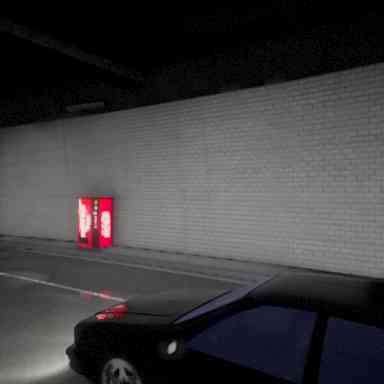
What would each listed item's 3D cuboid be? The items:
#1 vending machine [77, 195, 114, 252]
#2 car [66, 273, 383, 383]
[{"bbox_3d":[-3.784,1.194,13.047,0.880,2.100,1.100,0,0,29],"label":"vending machine"},{"bbox_3d":[1.178,1.547,3.059,5.357,1.411,2.033,0,0,34],"label":"car"}]
